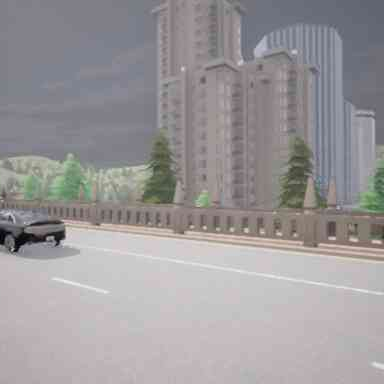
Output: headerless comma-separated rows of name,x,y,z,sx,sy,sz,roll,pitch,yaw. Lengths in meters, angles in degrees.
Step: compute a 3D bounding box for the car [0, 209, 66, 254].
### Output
car,-7.055,1.437,13.322,4.902,1.511,2.128,0,0,35
